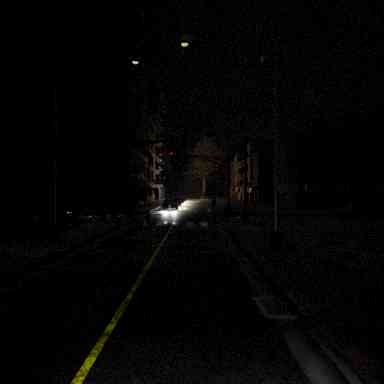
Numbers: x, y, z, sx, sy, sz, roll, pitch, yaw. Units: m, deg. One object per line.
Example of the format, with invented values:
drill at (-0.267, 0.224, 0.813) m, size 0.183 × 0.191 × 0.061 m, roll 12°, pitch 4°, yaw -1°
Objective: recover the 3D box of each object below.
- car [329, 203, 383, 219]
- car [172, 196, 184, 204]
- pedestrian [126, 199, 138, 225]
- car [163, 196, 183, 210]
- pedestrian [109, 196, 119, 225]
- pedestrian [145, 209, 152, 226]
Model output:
car at (14.000, 1.576, 27.697) m, size 4.829 × 1.417 × 1.752 m, roll 0°, pitch -1°, yaw 0°
car at (-2.562, 1.480, 62.796) m, size 1.994 × 1.385 × 4.181 m, roll 0°, pitch 0°, yaw 1°
pedestrian at (-4.020, 1.279, 22.200) m, size 0.375 × 1.860 × 0.375 m, roll 0°, pitch 0°, yaw 0°
car at (-2.677, 1.440, 42.649) m, size 2.128 × 1.511 × 4.902 m, roll 0°, pitch 0°, yaw 0°
pedestrian at (-4.916, 1.131, 20.998) m, size 0.375 × 1.860 × 0.375 m, roll 0°, pitch 0°, yaw 0°
pedestrian at (-2.774, 1.660, 21.588) m, size 0.500 × 1.100 × 0.500 m, roll 0°, pitch 0°, yaw 0°
